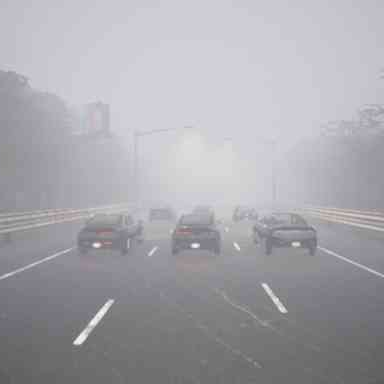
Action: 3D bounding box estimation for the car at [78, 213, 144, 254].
[{"bbox_3d":[-3.287,1.642,14.201,1.837,1.490,4.892,0,0,2],"label":"car"}]

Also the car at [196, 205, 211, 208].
[{"bbox_3d":[0.970,1.841,28.918,1.994,1.385,4.181,0,-1,4],"label":"car"}]

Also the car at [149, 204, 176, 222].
[{"bbox_3d":[-2.511,1.757,29.301,1.882,1.535,5.008,0,0,4],"label":"car"}]

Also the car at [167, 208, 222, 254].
[{"bbox_3d":[0.212,1.642,14.104,1.837,1.490,4.892,0,0,2],"label":"car"}]

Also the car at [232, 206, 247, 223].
[{"bbox_3d":[4.441,1.875,28.456,1.895,1.301,4.718,0,-1,4],"label":"car"}]

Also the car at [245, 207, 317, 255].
[{"bbox_3d":[3.709,1.627,13.981,2.128,1.511,4.902,0,0,2],"label":"car"}]
